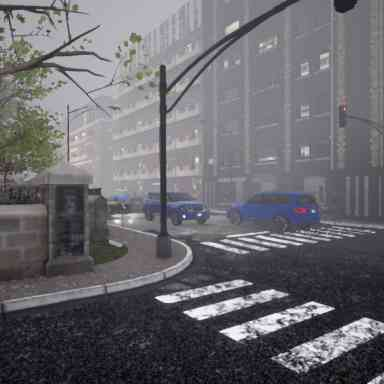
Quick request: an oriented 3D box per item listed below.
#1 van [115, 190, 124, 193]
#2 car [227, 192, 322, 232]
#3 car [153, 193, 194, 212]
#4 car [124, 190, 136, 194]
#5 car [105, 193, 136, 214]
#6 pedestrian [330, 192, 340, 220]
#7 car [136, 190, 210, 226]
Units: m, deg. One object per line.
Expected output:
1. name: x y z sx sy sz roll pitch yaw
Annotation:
1. van: -8.401 0.654 41.249 1.690 1.788 3.998 1 1 -36
2. car: 4.466 1.008 18.804 2.150 2.045 5.566 -1 2 -38
3. car: -1.873 0.949 32.341 1.967 1.590 4.097 1 1 -36
4. car: -5.136 0.726 36.794 2.192 1.841 5.009 1 1 -36
5. car: -6.855 1.098 29.322 1.994 1.385 4.181 0 1 -36
6. pedestrian: 9.402 0.902 21.910 0.375 1.860 0.375 1 -1 -36
7. car: -1.194 0.926 21.594 2.150 2.045 5.566 0 1 -36
